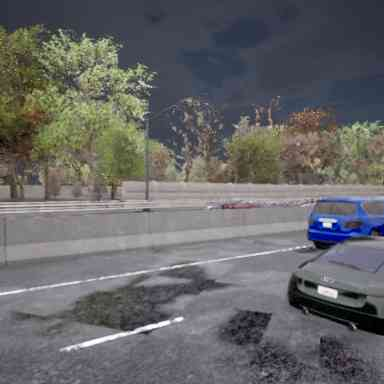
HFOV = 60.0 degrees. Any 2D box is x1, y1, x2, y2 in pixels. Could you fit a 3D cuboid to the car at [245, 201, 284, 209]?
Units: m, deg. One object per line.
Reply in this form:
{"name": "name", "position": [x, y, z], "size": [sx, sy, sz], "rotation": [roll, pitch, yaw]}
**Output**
{"name": "car", "position": [7.570, 1.595, 30.897], "size": [4.718, 1.301, 1.895], "rotation": [0, 0, -35]}

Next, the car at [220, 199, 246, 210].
{"name": "car", "position": [5.524, 1.595, 33.737], "size": [4.718, 1.301, 1.895], "rotation": [0, 0, -35]}

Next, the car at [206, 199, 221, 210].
{"name": "car", "position": [3.718, 1.485, 36.381], "size": [4.902, 1.511, 2.128], "rotation": [0, 0, -38]}

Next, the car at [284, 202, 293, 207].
{"name": "car", "position": [10.373, 1.521, 28.596], "size": [4.674, 1.442, 1.812], "rotation": [0, 0, -35]}

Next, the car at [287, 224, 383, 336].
{"name": "car", "position": [3.795, 1.561, 6.467], "size": [4.181, 1.385, 1.994], "rotation": [0, 0, -35]}

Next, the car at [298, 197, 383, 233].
{"name": "car", "position": [6.801, 1.216, 12.906], "size": [5.566, 2.045, 2.150], "rotation": [0, 0, -36]}
